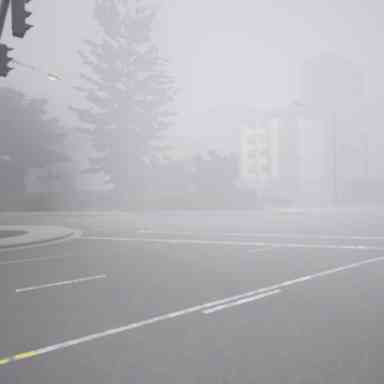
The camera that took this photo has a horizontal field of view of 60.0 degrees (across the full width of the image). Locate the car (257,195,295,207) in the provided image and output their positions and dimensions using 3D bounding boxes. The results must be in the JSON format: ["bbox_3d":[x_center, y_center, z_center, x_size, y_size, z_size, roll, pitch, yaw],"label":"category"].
[{"bbox_3d":[9.181,0.971,37.293,1.895,1.301,4.718,-2,1,-35],"label":"car"}]
